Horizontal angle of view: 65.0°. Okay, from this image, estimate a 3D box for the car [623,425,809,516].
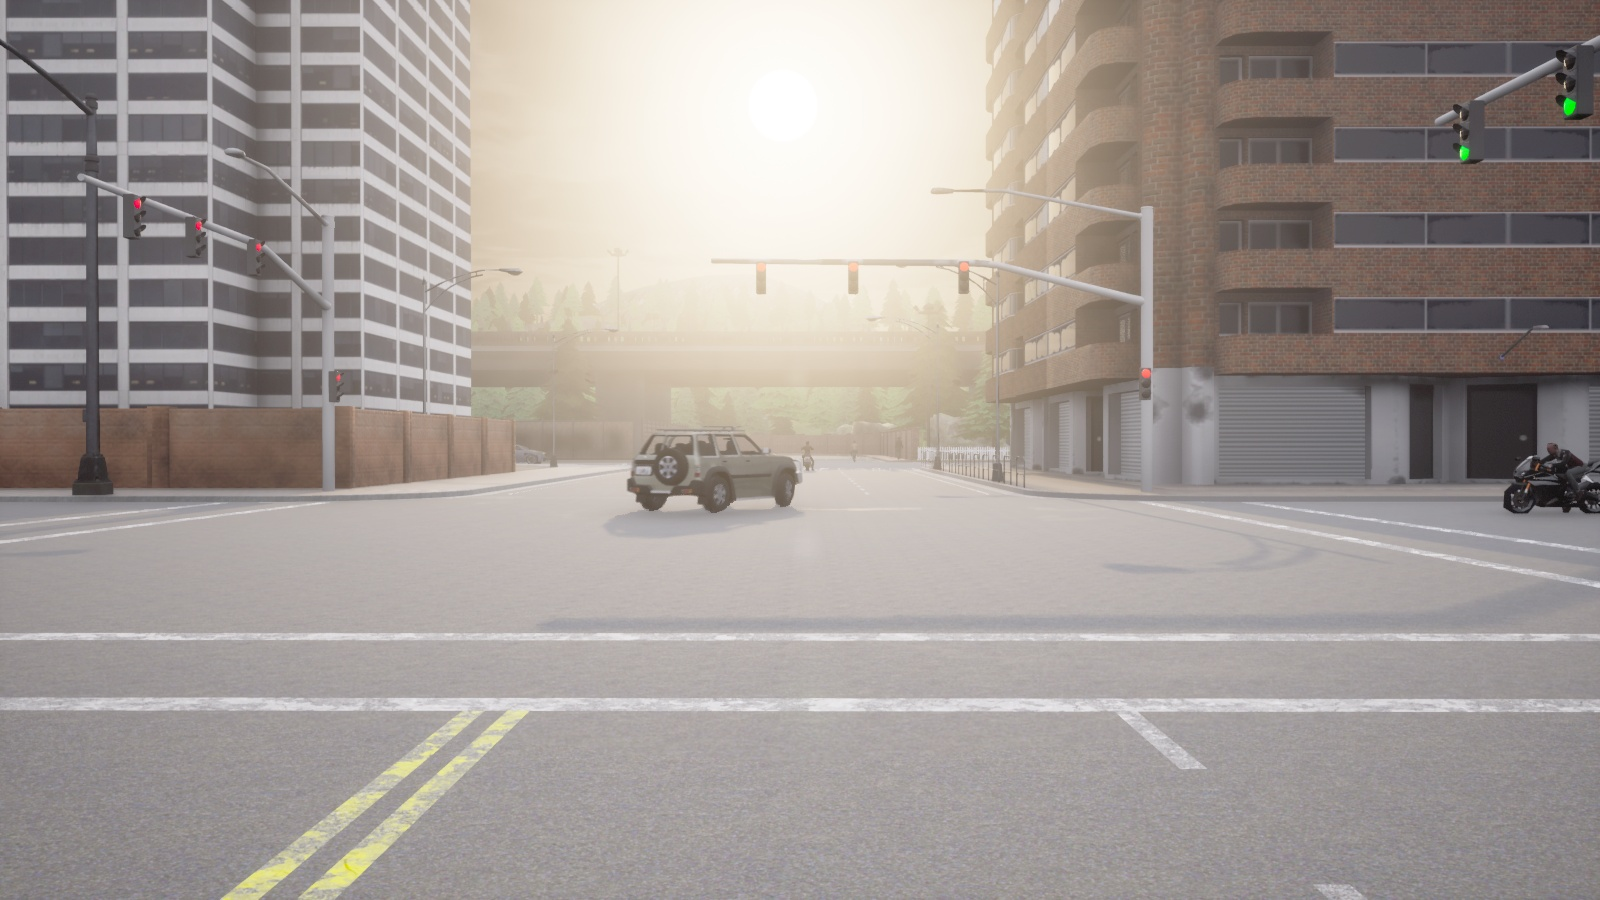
[{"bbox_3d":[-1.768,0.403,28.122,1.932,1.855,4.605,1,1,30],"label":"car"}]

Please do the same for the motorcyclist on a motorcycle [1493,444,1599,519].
[{"bbox_3d":[15.862,0.646,26.328,2.191,1.530,0.866,0,0,1],"label":"motorcyclist on a motorcycle"}]

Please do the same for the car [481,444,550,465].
[{"bbox_3d":[-18.803,0.271,83.105,4.181,1.385,1.994,0,0,0],"label":"car"}]
